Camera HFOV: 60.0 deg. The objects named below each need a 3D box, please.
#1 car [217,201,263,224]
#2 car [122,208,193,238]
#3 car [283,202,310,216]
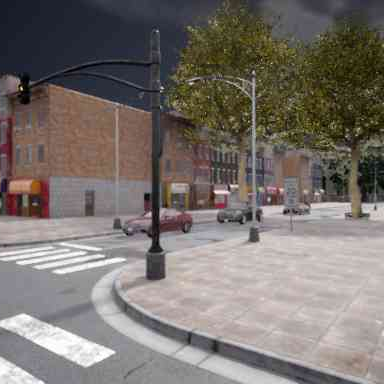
[{"bbox_3d":[3.812,1.504,25.972,2.097,1.767,4.553,0,-1,36],"label":"car"},{"bbox_3d":[-1.718,1.609,18.336,1.812,1.442,4.674,0,-1,35],"label":"car"},{"bbox_3d":[11.536,1.823,36.612,1.994,1.385,4.181,0,-1,36],"label":"car"}]
